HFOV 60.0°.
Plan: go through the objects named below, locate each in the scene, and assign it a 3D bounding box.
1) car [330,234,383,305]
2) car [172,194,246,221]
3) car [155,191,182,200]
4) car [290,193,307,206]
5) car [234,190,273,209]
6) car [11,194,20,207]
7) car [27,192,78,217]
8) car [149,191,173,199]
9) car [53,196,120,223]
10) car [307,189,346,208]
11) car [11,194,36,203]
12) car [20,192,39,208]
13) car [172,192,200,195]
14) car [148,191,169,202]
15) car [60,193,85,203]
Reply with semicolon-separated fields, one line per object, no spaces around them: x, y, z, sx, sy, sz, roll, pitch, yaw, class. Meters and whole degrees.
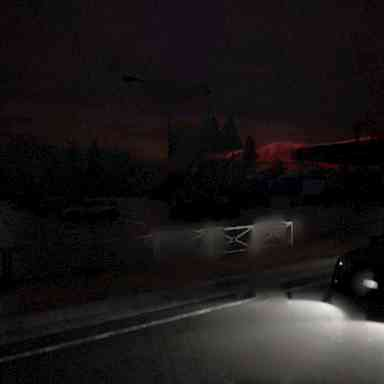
4.858;1.414;6.929;4.181;1.385;1.994;-1;1;-31;car
1.103;1.165;22.588;4.514;1.523;2.007;-1;1;-32;car
-4.774;0.641;67.372;5.027;1.636;2.152;-1;1;-32;car
13.203;0.877;38.212;3.806;1.475;1.970;-1;1;-32;car
5.996;0.755;33.739;4.605;1.855;1.932;-1;1;-32;car
-19.027;0.939;40.476;4.605;1.855;1.932;-1;1;-32;car
-10.456;1.083;27.316;5.027;1.636;2.152;-1;1;-32;car
-6.461;0.632;70.018;4.514;1.523;2.007;-1;1;-32;car
-6.821;1.194;22.019;3.806;1.475;1.970;-1;1;-32;car
14.420;0.623;35.056;3.866;1.878;1.905;-1;1;-32;car
-28.636;1.101;56.385;3.633;1.501;1.845;-1;1;-32;car
-17.155;0.929;38.216;3.866;1.878;1.905;-1;1;-32;car
0.084;0.869;44.727;4.514;1.523;2.007;-1;1;-32;car
-5.111;0.830;53.263;3.633;1.501;1.845;-1;1;-32;car
-20.753;1.006;57.730;3.806;1.475;1.970;-1;1;-32;car
